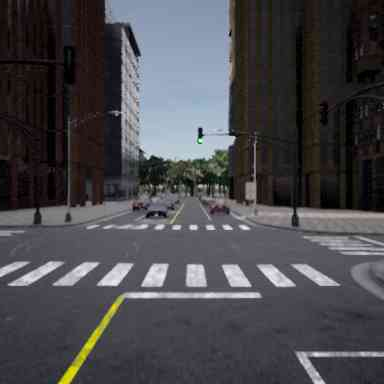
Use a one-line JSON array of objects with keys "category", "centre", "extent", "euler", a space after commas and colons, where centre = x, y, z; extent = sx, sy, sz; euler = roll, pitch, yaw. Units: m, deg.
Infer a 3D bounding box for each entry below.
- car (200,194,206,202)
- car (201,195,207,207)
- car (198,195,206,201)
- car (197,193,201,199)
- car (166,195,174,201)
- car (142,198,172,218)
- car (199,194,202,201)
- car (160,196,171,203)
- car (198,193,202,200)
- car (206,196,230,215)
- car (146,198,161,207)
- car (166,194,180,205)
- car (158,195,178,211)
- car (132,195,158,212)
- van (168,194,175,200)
[{"category": "car", "centre": [2.751, 1.540, 55.887], "extent": [1.887, 1.381, 4.507], "euler": [0, 0, 0]}, {"category": "car", "centre": [2.752, 1.546, 50.449], "extent": [2.008, 1.369, 4.403], "euler": [0, 0, 0]}, {"category": "car", "centre": [2.745, 1.556, 88.512], "extent": [2.008, 1.369, 4.403], "euler": [0, 0, 0]}, {"category": "car", "centre": [2.747, 1.526, 77.807], "extent": [1.752, 1.417, 4.829], "euler": [0, 0, 0]}, {"category": "car", "centre": [-5.781, 1.571, 88.511], "extent": [1.947, 1.339, 4.313], "euler": [0, 0, 0]}, {"category": "car", "centre": [-3.117, 1.542, 30.309], "extent": [2.033, 1.411, 5.357], "euler": [0, 0, -4]}, {"category": "car", "centre": [2.750, 1.541, 61.325], "extent": [1.887, 1.381, 4.507], "euler": [0, 0, 0]}, {"category": "car", "centre": [-5.777, 1.550, 72.198], "extent": [2.008, 1.369, 4.403], "euler": [0, 0, 0]}, {"category": "car", "centre": [2.749, 1.523, 66.932], "extent": [1.752, 1.417, 4.829], "euler": [0, 0, 0]}, {"category": "car", "centre": [2.755, 1.434, 34.137], "extent": [1.967, 1.590, 4.097], "euler": [0, 0, 0]}, {"category": "car", "centre": [-5.773, 1.577, 50.448], "extent": [1.802, 1.307, 4.206], "euler": [0, 0, 0]}, {"category": "car", "centre": [-3.022, 1.502, 58.058], "extent": [1.837, 1.490, 4.892], "euler": [0, 0, 0]}, {"category": "car", "centre": [-3.076, 1.500, 41.002], "extent": [1.837, 1.490, 4.892], "euler": [0, 0, 0]}, {"category": "car", "centre": [-5.771, 1.309, 39.573], "extent": [2.192, 1.841, 5.009], "euler": [0, 0, 0]}, {"category": "van", "centre": [-5.782, 1.349, 93.949], "extent": [1.690, 1.788, 3.998], "euler": [0, 0, 0]}]
